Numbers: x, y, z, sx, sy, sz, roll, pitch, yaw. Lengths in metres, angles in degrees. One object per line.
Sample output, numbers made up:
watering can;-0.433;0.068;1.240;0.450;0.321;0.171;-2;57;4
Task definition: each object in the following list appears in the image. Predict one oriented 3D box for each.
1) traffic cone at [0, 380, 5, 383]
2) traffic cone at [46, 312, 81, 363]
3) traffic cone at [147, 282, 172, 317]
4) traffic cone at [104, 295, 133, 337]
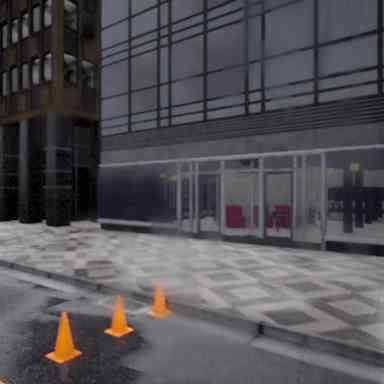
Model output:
traffic cone;-2.365;1.972;3.817;0.340;0.580;0.340;0;0;36
traffic cone;-1.782;1.976;4.629;0.340;0.580;0.340;0;0;36
traffic cone;-0.616;1.985;6.255;0.340;0.580;0.340;0;0;36
traffic cone;-1.199;1.980;5.442;0.340;0.580;0.340;0;0;36
